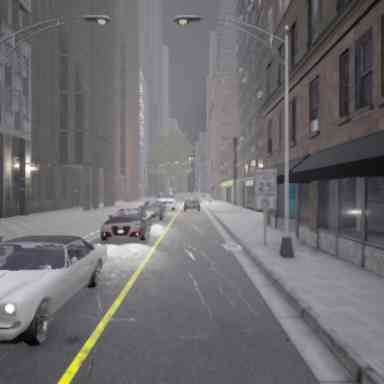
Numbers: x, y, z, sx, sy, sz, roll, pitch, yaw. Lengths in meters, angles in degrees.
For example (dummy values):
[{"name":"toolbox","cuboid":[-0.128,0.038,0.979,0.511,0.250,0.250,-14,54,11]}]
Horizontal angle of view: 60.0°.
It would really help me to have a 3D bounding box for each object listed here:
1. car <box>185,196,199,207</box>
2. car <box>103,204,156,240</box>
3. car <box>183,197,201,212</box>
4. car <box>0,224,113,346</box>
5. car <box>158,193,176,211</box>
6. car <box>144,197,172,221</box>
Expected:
[{"name":"car","cuboid":[-0.013,1.384,48.022,1.812,1.442,4.674,0,0,0]},{"name":"car","cuboid":[-3.104,1.515,16.432,1.994,1.385,4.181,0,0,0]},{"name":"car","cuboid":[-0.010,1.384,37.507,2.128,1.511,4.902,0,0,0]},{"name":"car","cuboid":[-3.090,1.580,6.423,1.895,1.301,4.718,0,0,0]},{"name":"car","cuboid":[-3.038,1.103,38.976,2.150,2.045,5.566,0,1,0]},{"name":"car","cuboid":[-3.098,1.413,26.858,2.128,1.511,4.902,0,0,0]}]
